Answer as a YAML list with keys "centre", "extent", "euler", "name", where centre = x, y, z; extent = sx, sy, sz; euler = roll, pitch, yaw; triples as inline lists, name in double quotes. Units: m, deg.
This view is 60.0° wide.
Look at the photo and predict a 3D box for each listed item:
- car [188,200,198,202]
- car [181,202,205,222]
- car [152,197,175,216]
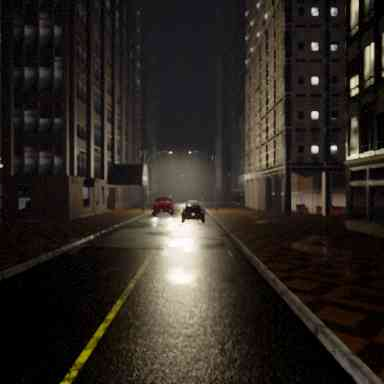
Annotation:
- centre: [0.097, 1.857, 45.474]
  extent: [2.128, 1.511, 4.902]
  euler: [0, 0, 0]
  name: "car"
- centre: [0.100, 1.787, 28.716]
  extent: [1.994, 1.385, 4.181]
  euler: [0, -1, 0]
  name: "car"
- centre: [-3.033, 1.509, 36.219]
  extent: [2.150, 2.045, 5.566]
  euler: [0, -1, 1]
  name: "car"
